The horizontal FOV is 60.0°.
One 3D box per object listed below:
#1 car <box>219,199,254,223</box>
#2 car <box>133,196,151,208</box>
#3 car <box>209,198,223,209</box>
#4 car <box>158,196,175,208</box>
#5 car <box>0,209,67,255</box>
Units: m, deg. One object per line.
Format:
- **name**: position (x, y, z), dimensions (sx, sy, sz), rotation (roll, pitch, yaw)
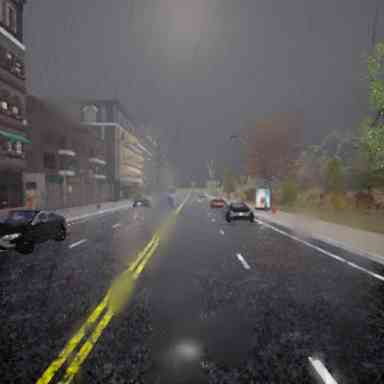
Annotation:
- **car**: position (3.352, 1.468, 24.770), dimensions (1.994, 1.385, 4.181), rotation (0, 0, 0)
- **car**: position (-6.575, 1.321, 43.815), dimensions (2.128, 1.511, 4.902), rotation (0, 0, 0)
- **car**: position (3.352, 1.398, 43.156), dimensions (1.994, 1.385, 4.181), rotation (0, 0, 0)
- **car**: position (-3.326, 1.308, 43.864), dimensions (1.882, 1.535, 5.008), rotation (0, 0, 0)
- **car**: position (-6.563, 1.442, 13.092), dimensions (2.128, 1.511, 4.902), rotation (0, 0, 0)
